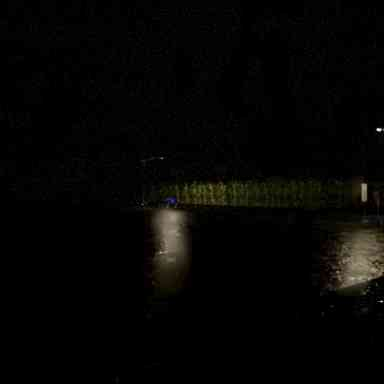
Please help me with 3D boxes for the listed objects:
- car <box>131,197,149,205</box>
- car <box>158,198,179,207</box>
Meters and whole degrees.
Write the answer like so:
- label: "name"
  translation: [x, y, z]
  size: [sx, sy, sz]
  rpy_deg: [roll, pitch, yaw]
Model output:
- label: "car"
  translation: [-9.943, 1.681, 63.441]
  size: [1.837, 1.490, 4.892]
  rpy_deg: [-1, 0, -36]
- label: "car"
  translation: [-3.866, 1.662, 55.246]
  size: [1.812, 1.442, 4.674]
  rpy_deg: [-1, 0, -36]
